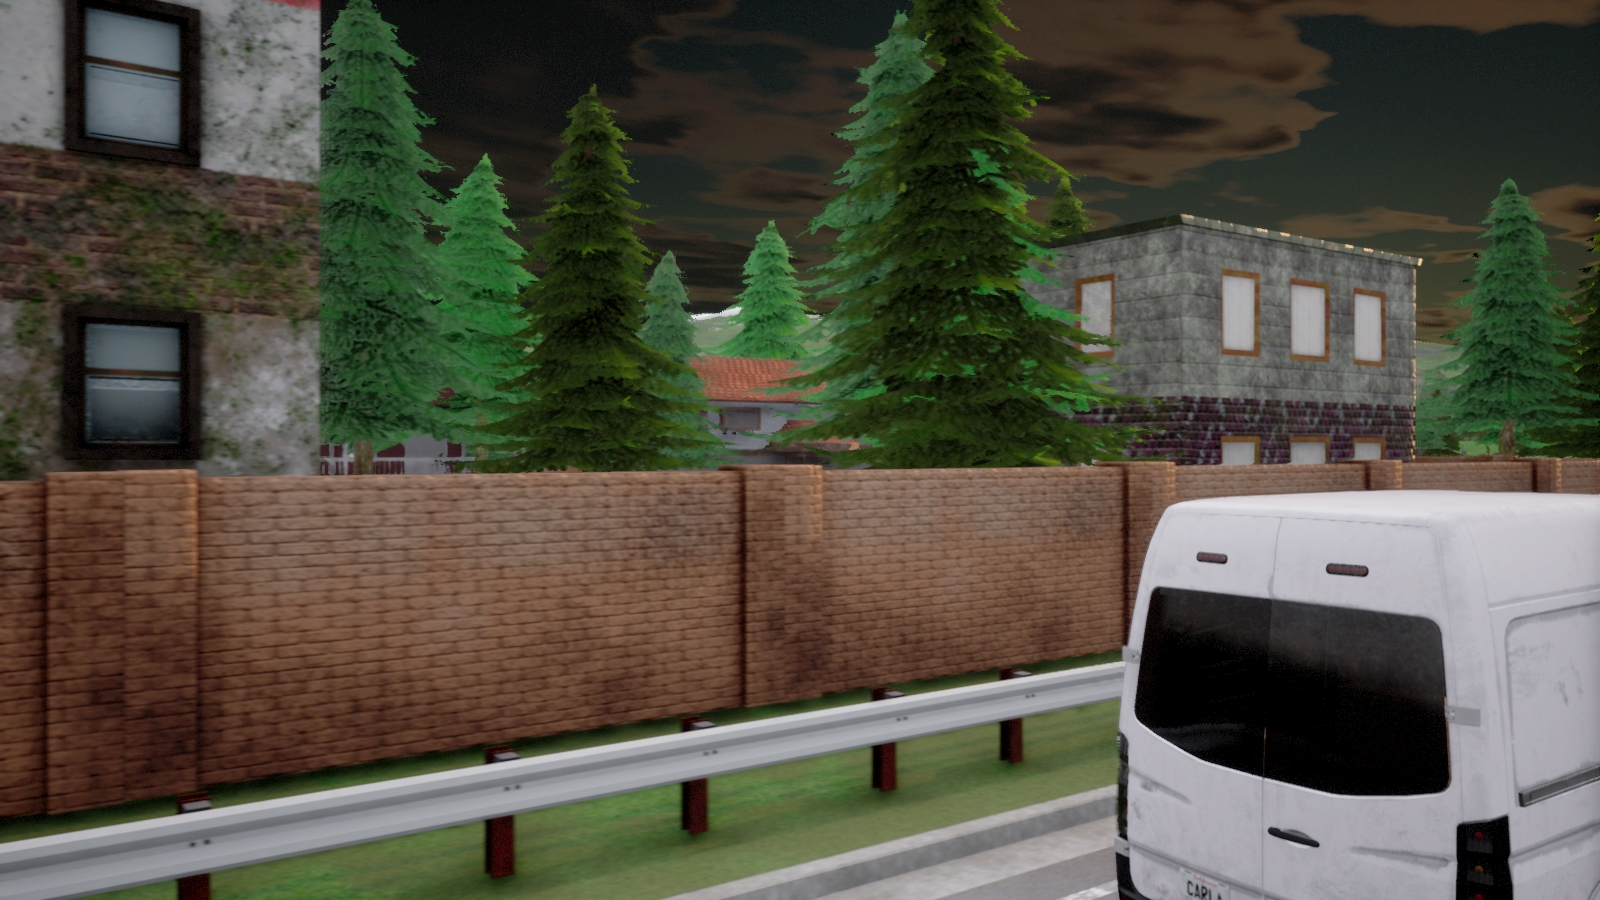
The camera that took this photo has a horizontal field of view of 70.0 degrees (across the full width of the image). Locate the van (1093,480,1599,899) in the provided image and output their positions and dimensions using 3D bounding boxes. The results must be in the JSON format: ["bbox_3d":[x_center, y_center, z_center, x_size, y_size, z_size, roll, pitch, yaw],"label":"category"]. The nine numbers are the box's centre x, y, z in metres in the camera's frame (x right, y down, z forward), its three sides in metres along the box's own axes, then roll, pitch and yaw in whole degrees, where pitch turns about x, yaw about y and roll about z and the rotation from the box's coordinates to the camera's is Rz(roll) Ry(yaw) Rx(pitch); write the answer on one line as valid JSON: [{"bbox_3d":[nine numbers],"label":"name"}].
[{"bbox_3d":[4.556,1.533,6.977,5.915,2.561,1.988,0,0,-35],"label":"van"}]
